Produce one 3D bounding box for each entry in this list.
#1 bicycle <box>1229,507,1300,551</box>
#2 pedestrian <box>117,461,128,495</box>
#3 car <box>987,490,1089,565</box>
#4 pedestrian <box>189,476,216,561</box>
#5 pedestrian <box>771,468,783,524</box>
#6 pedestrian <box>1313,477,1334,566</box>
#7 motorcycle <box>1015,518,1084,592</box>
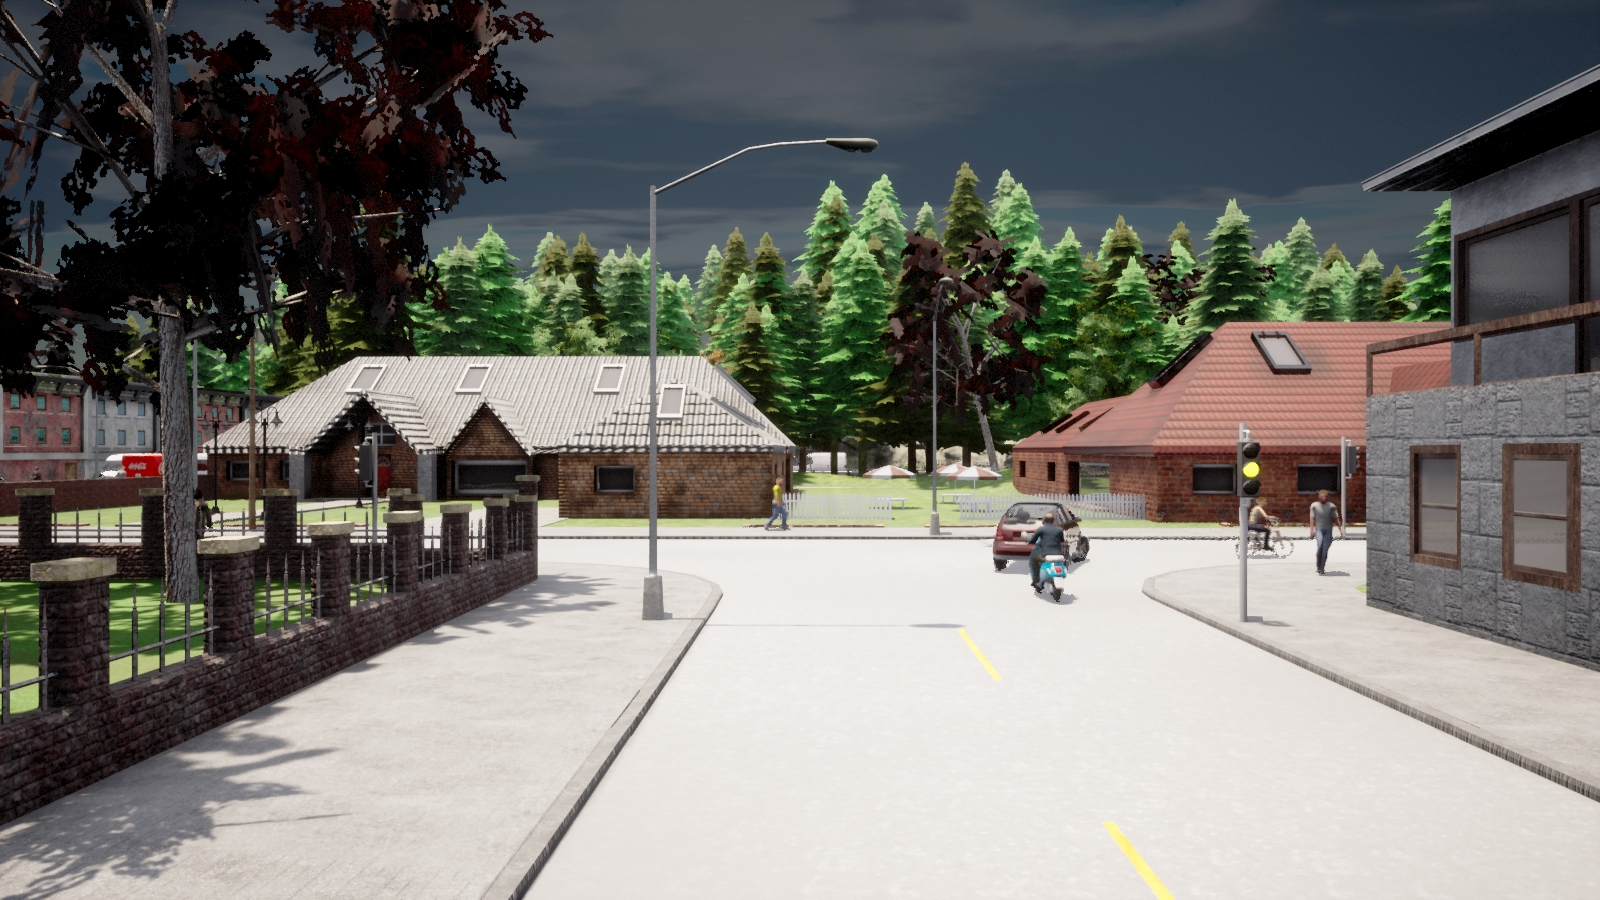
[{"bbox_3d":[11.992,2.036,29.517,1.487,1.080,0.859,0,0,0],"label":"bicycle"},{"bbox_3d":[-37.039,1.524,62.477,0.375,1.860,0.375,0,0,0],"label":"pedestrian"},{"bbox_3d":[5.800,1.805,27.513,1.789,1.549,3.705,0,0,22],"label":"car"},{"bbox_3d":[-13.279,1.523,25.393,0.375,1.860,0.375,0,0,4],"label":"pedestrian"},{"bbox_3d":[-0.754,1.524,37.931,0.375,1.860,0.375,0,0,2],"label":"pedestrian"},{"bbox_3d":[11.152,1.518,24.349,0.375,1.860,0.375,0,0,19],"label":"pedestrian"},{"bbox_3d":[4.702,1.962,21.660,0.856,1.236,1.805,0,0,-3],"label":"motorcycle"}]
